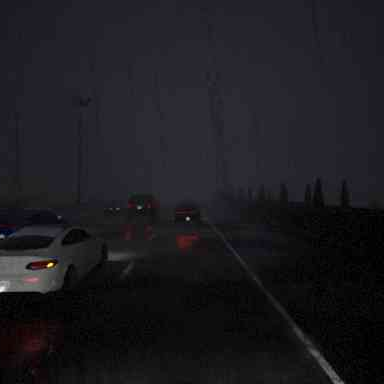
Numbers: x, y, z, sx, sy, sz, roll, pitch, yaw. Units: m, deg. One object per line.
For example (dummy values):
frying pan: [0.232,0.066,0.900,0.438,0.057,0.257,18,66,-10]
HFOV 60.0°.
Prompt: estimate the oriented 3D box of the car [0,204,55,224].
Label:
car: [-7.125,1.493,14.835,1.882,1.535,5.008,0,0,-1]

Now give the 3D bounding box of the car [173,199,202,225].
car: [-0.323,1.525,24.618,1.837,1.490,4.892,0,0,-1]

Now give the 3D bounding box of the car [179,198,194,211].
car: [-0.699,1.559,42.510,1.812,1.442,4.674,0,0,-1]

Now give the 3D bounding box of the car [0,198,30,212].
car: [-21.813,1.520,40.275,1.882,1.535,5.008,0,0,-1]

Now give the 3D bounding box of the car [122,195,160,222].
car: [-3.870,1.244,26.904,2.150,2.045,5.566,0,0,-1]

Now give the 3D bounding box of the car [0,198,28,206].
car: [-18.182,1.512,32.892,1.882,1.535,5.008,0,0,-1]

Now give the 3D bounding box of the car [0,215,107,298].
car: [-3.507,1.534,8.414,1.812,1.442,4.674,0,0,-1]

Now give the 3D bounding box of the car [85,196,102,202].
car: [-14.989,1.397,51.155,2.097,1.767,4.553,0,0,-1]

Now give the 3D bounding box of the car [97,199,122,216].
car: [-7.502,1.577,33.091,2.033,1.411,5.357,0,0,-1]
